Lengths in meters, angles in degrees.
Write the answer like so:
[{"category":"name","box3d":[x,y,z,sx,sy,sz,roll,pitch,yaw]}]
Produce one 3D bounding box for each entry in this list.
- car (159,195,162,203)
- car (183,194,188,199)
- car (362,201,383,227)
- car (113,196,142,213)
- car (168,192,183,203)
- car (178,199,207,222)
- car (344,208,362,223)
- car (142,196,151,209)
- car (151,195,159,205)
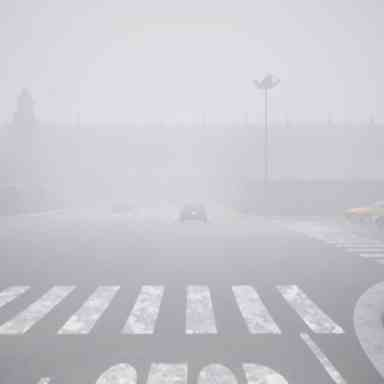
[{"category":"car","box3d":[-6.968,1.385,65.068,1.837,1.490,4.892,0,0,0]},{"category":"car","box3d":[-2.395,1.212,77.633,2.097,1.767,4.553,0,0,14]},{"category":"car","box3d":[13.114,1.400,19.547,4.902,1.511,2.128,0,0,0]},{"category":"car","box3d":[-7.073,1.286,35.844,2.097,1.767,4.553,0,0,0]},{"category":"car","box3d":[-3.351,1.105,63.647,2.150,2.045,5.566,0,0,1]},{"category":"car","box3d":[0.116,1.500,25.639,1.994,1.385,4.181,0,0,0]},{"category":"car","box3d":[13.208,1.379,23.042,5.008,1.535,1.882,0,0,0]},{"category":"car","box3d":[-7.065,1.518,44.853,1.895,1.301,4.718,0,0,0]},{"category":"car","box3d":[-7.025,1.424,54.959,1.812,1.442,4.674,0,0,0]}]
